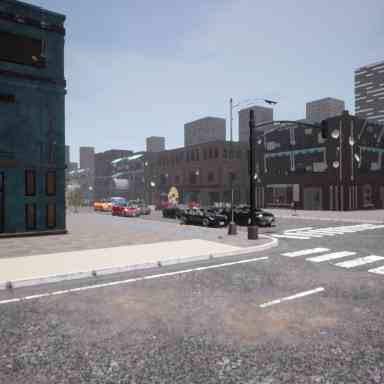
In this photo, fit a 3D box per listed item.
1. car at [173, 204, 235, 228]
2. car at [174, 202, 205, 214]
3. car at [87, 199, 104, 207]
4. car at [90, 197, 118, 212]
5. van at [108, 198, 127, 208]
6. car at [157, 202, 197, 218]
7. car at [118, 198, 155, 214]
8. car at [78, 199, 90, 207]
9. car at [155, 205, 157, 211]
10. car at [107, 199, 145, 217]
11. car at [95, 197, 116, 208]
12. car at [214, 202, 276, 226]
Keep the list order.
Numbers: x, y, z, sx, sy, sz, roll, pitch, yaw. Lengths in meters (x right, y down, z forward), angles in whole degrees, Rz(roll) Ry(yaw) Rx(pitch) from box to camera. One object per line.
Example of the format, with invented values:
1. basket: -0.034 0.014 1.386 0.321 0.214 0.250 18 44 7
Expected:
1. car: 0.785 1.814 24.674 1.947 1.339 4.313 -2 0 -36
2. car: -0.362 1.903 40.910 1.802 1.307 4.206 -2 0 -36
3. car: -19.663 2.227 67.936 1.887 1.381 4.507 -1 0 -36
4. car: -12.557 1.875 48.104 2.097 1.767 4.553 -1 0 -35
5. van: -13.234 1.906 58.927 1.690 1.788 3.998 -1 0 -36
6. car: -1.240 1.869 32.205 1.994 1.385 4.181 -1 0 -35
7. car: -6.762 1.764 39.923 2.097 1.767 4.553 -1 0 -35
8. car: -21.310 2.192 65.805 2.128 1.511 4.902 -1 0 -36
9. car: -3.577 1.966 45.414 1.802 1.307 4.206 -2 0 -36
10. car: -7.183 1.846 36.037 1.967 1.590 4.097 -1 0 -36
11. car: -16.451 1.939 63.431 2.192 1.841 5.009 -1 0 -36
12. car: 4.006 1.706 24.788 1.837 1.490 4.892 -1 0 -34
